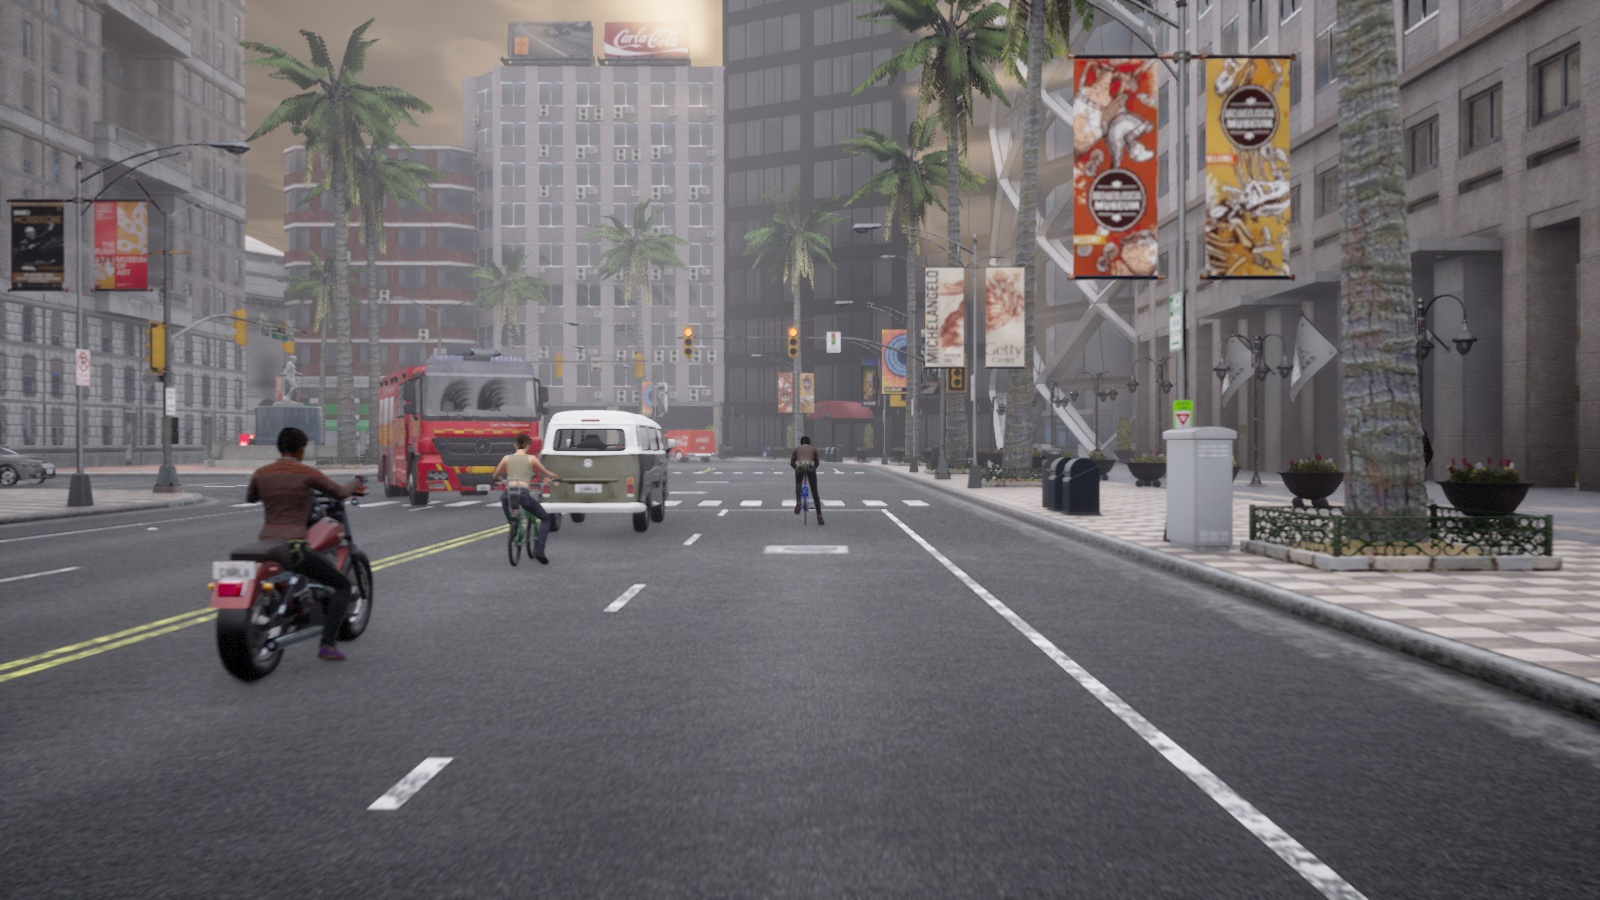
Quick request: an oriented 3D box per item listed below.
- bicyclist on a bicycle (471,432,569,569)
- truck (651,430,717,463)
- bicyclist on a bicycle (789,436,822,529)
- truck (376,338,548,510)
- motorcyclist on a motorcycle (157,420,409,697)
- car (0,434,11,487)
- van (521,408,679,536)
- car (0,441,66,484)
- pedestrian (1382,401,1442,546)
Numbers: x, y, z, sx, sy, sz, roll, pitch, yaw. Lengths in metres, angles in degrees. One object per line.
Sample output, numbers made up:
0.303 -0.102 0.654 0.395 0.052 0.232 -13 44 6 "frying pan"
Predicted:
-3.432 0.593 15.519 0.866 1.612 1.509 0 0 0 "bicyclist on a bicycle"
-8.874 -0.287 95.631 2.627 2.467 5.204 0 0 -38 "truck"
0.092 0.570 22.920 0.582 1.620 1.656 0 0 0 "bicyclist on a bicycle"
-8.946 -0.608 32.438 2.891 3.827 8.468 0 0 -25 "truck"
-3.448 0.645 8.659 0.766 1.649 2.350 0 0 0 "motorcyclist on a motorcycle"
-28.830 0.349 41.233 4.553 1.767 2.097 0 0 0 "car"
-3.404 0.342 22.251 2.069 2.038 4.480 0 0 0 "van"
-29.219 0.427 44.729 4.902 1.511 2.128 0 0 0 "car"
8.352 0.313 17.145 0.402 1.930 0.666 0 0 -13 "pedestrian"
